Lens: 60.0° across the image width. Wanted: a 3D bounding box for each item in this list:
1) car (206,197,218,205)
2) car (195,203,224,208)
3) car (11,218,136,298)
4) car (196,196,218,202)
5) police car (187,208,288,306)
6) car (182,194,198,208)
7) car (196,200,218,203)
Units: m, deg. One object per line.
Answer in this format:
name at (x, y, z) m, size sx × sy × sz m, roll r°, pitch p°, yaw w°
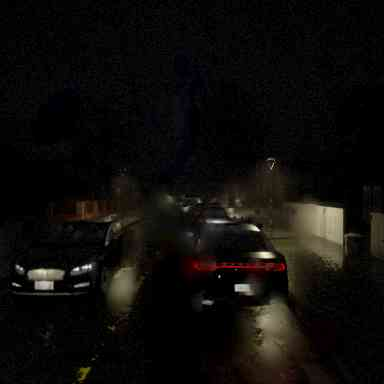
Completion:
car at (3.757, 1.651, 61.064) m, size 1.895 × 1.301 × 4.718 m, roll 0°, pitch 0°, yaw 7°
car at (1.166, 1.533, 18.090) m, size 1.812 × 1.442 × 4.674 m, roll 0°, pitch 0°, yaw 2°
car at (-2.736, 1.494, 8.711) m, size 2.128 × 1.511 × 4.902 m, roll 0°, pitch 0°, yaw 1°
car at (2.189, 1.523, 45.906) m, size 2.128 × 1.511 × 4.902 m, roll 0°, pitch 0°, yaw 6°
police car at (0.896, 1.427, 8.247) m, size 1.930 × 1.638 × 5.238 m, roll 0°, pitch 0°, yaw 1°
car at (-0.103, 1.260, 50.594) m, size 2.150 × 2.045 × 5.566 m, roll 0°, pitch 0°, yaw 6°
car at (1.423, 1.537, 24.059) m, size 1.812 × 1.442 × 4.674 m, roll 0°, pitch 0°, yaw 3°
